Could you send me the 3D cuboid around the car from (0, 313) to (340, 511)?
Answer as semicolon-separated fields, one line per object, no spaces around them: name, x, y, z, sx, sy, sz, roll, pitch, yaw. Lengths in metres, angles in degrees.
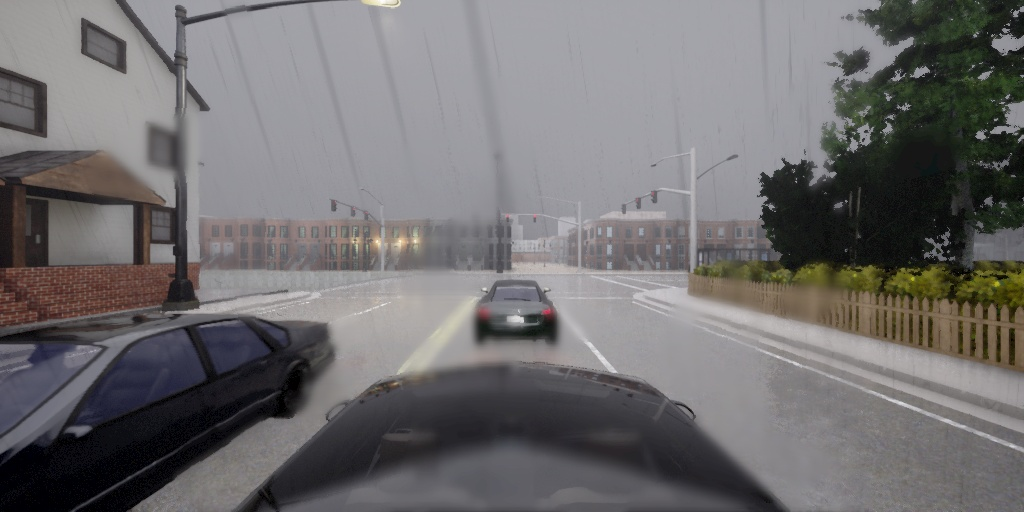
car;-3.571;1.297;3.183;2.033;1.411;5.357;0;0;0

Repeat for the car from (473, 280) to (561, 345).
car;0.104;1.314;9.535;1.994;1.385;4.181;0;0;0
